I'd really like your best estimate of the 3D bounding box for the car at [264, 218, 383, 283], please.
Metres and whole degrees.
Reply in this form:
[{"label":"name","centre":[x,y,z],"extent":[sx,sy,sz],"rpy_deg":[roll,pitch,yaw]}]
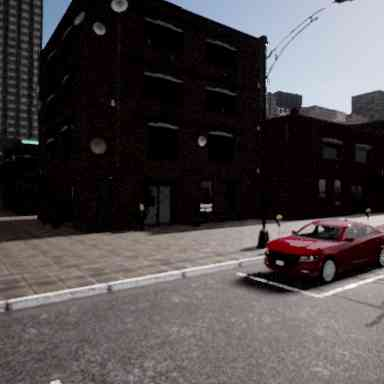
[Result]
[{"label":"car","centre":[3.999,1.483,9.497],"extent":[4.507,1.381,1.887],"rpy_deg":[-1,1,-36]}]
